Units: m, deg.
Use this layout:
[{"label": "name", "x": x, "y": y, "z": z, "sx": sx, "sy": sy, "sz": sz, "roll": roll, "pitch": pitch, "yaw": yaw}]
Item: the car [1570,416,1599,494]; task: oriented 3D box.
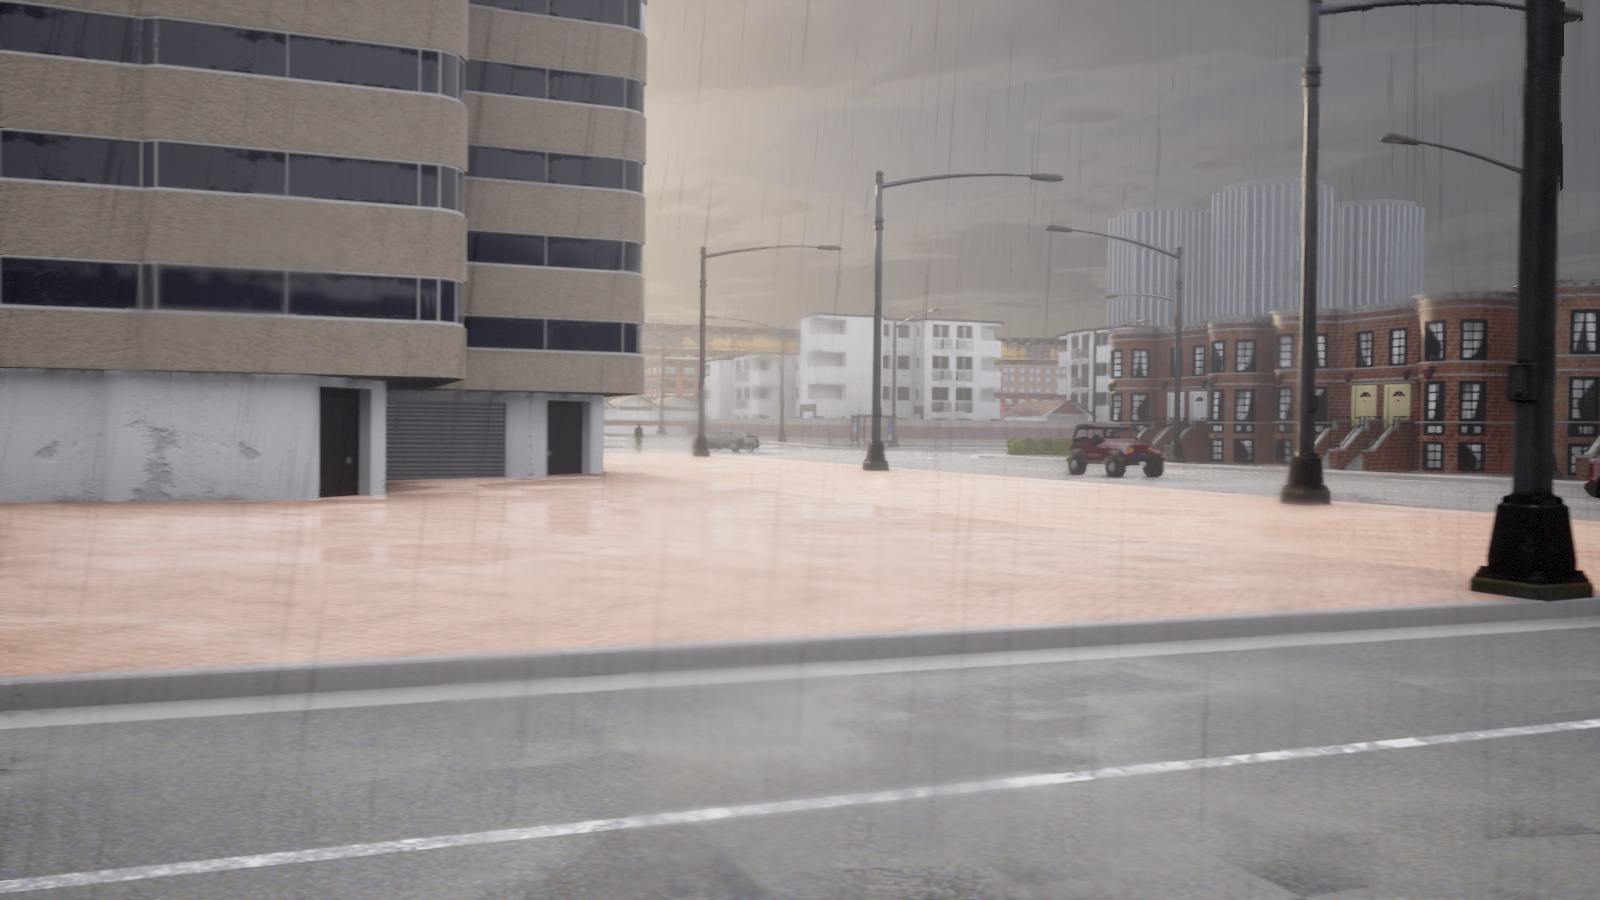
[{"label": "car", "x": 18.523, "y": 0.115, "z": 25.346, "sx": 2.033, "sy": 1.649, "sz": 4.856, "roll": -1, "pitch": 1, "yaw": -21}]

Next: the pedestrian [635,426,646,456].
[{"label": "pedestrian", "x": -9.697, "y": -0.555, "z": 76.397, "sx": 0.431, "sy": 1.840, "sz": 0.703, "roll": -1, "pitch": 1, "yaw": -30}]

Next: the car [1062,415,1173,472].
[{"label": "car", "x": 11.188, "y": -0.251, "z": 44.463, "sx": 1.905, "sy": 1.878, "sz": 3.866, "roll": -1, "pitch": 1, "yaw": -21}]

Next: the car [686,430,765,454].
[{"label": "car", "x": -4.997, "y": -0.526, "z": 84.123, "sx": 4.902, "sy": 1.511, "sz": 2.128, "roll": 0, "pitch": 1, "yaw": 32}]
